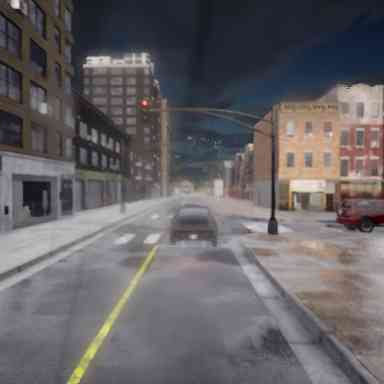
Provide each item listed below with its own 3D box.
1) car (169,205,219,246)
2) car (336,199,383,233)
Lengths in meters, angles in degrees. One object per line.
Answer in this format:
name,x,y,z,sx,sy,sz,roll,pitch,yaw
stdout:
car,0.083,1.319,14.273,1.837,1.490,4.892,0,1,1
car,10.852,1.347,18.983,5.009,1.841,2.192,1,0,0
